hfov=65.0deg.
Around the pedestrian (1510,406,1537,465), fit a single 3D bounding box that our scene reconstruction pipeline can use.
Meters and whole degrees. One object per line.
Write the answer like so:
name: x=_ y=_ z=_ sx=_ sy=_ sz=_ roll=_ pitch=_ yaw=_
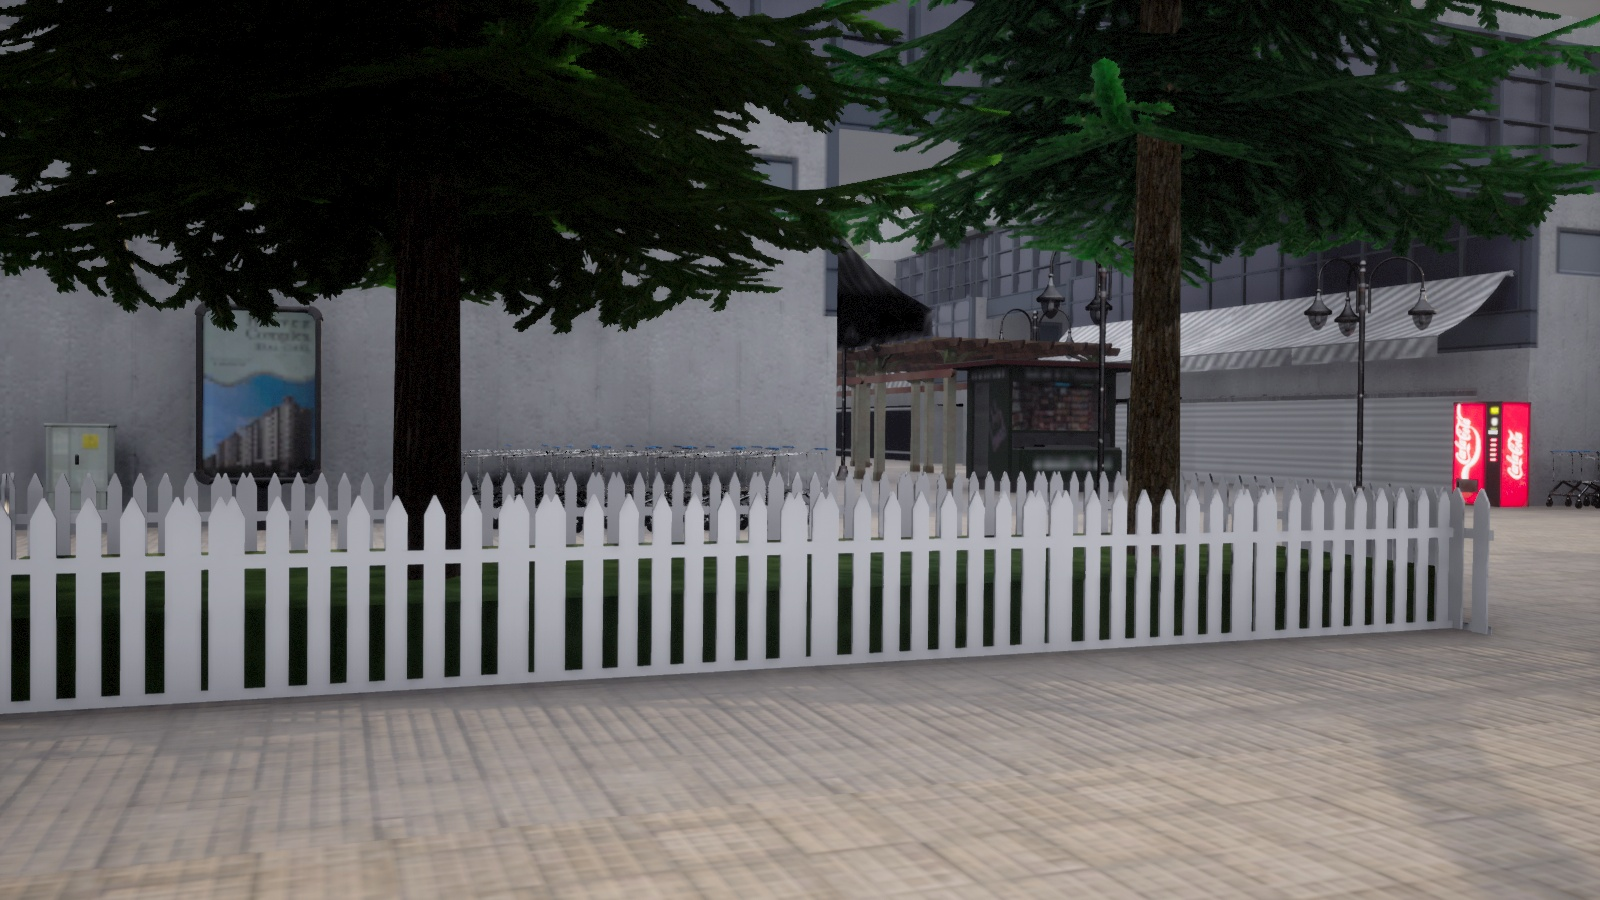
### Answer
pedestrian: x=24.011 y=-0.494 z=41.680 sx=0.395 sy=1.930 sz=0.692 roll=-1 pitch=1 yaw=-29
